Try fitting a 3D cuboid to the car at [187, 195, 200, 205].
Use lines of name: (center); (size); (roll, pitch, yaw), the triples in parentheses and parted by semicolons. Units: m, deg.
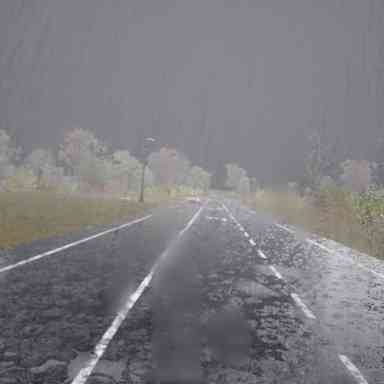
car: (0.358, 1.229, 56.714); (2.097, 1.767, 4.553); (4, 0, 4)
